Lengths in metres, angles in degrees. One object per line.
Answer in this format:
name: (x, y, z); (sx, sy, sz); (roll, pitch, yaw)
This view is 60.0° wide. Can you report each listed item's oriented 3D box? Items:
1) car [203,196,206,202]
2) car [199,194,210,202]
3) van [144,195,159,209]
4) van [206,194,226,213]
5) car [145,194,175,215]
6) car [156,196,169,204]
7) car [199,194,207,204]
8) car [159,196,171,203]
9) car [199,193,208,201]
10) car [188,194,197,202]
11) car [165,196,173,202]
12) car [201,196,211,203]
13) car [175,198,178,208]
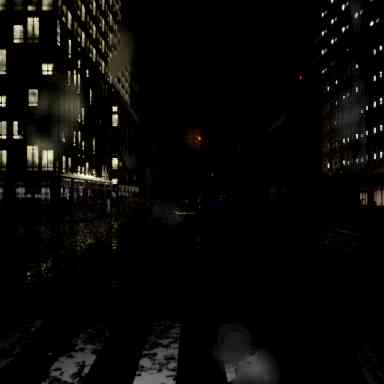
car: (2.672, 1.544, 41.458); (1.887, 1.381, 4.507); (0, 0, 0)
car: (2.821, 1.312, 74.691); (2.192, 1.841, 5.009); (0, 0, 0)
van: (-5.702, 1.341, 47.037); (1.690, 1.788, 3.998); (0, 0, 0)
van: (2.735, 1.341, 35.919); (1.690, 1.788, 3.998); (0, 0, 0)
car: (-3.182, 1.222, 33.613); (2.150, 2.045, 5.566); (0, 0, 0)
car: (-5.617, 1.564, 63.655); (1.947, 1.339, 4.313); (0, 0, 0)
car: (2.764, 1.313, 63.612); (2.192, 1.841, 5.009); (0, 0, 0)
car: (-5.589, 1.549, 69.193); (2.008, 1.369, 4.403); (0, 0, 0)
car: (2.879, 1.310, 85.769); (2.192, 1.841, 5.009); (0, 0, 0)
car: (0.118, 1.352, 72.843); (2.097, 1.767, 4.553); (0, 0, 0)
car: (-5.531, 1.578, 80.273); (1.802, 1.307, 4.206); (0, 0, 0)
car: (2.792, 1.542, 69.151); (1.887, 1.381, 4.507); (0, 0, 0)
car: (-3.131, 1.525, 43.391); (1.812, 1.442, 4.674); (0, 0, 0)
